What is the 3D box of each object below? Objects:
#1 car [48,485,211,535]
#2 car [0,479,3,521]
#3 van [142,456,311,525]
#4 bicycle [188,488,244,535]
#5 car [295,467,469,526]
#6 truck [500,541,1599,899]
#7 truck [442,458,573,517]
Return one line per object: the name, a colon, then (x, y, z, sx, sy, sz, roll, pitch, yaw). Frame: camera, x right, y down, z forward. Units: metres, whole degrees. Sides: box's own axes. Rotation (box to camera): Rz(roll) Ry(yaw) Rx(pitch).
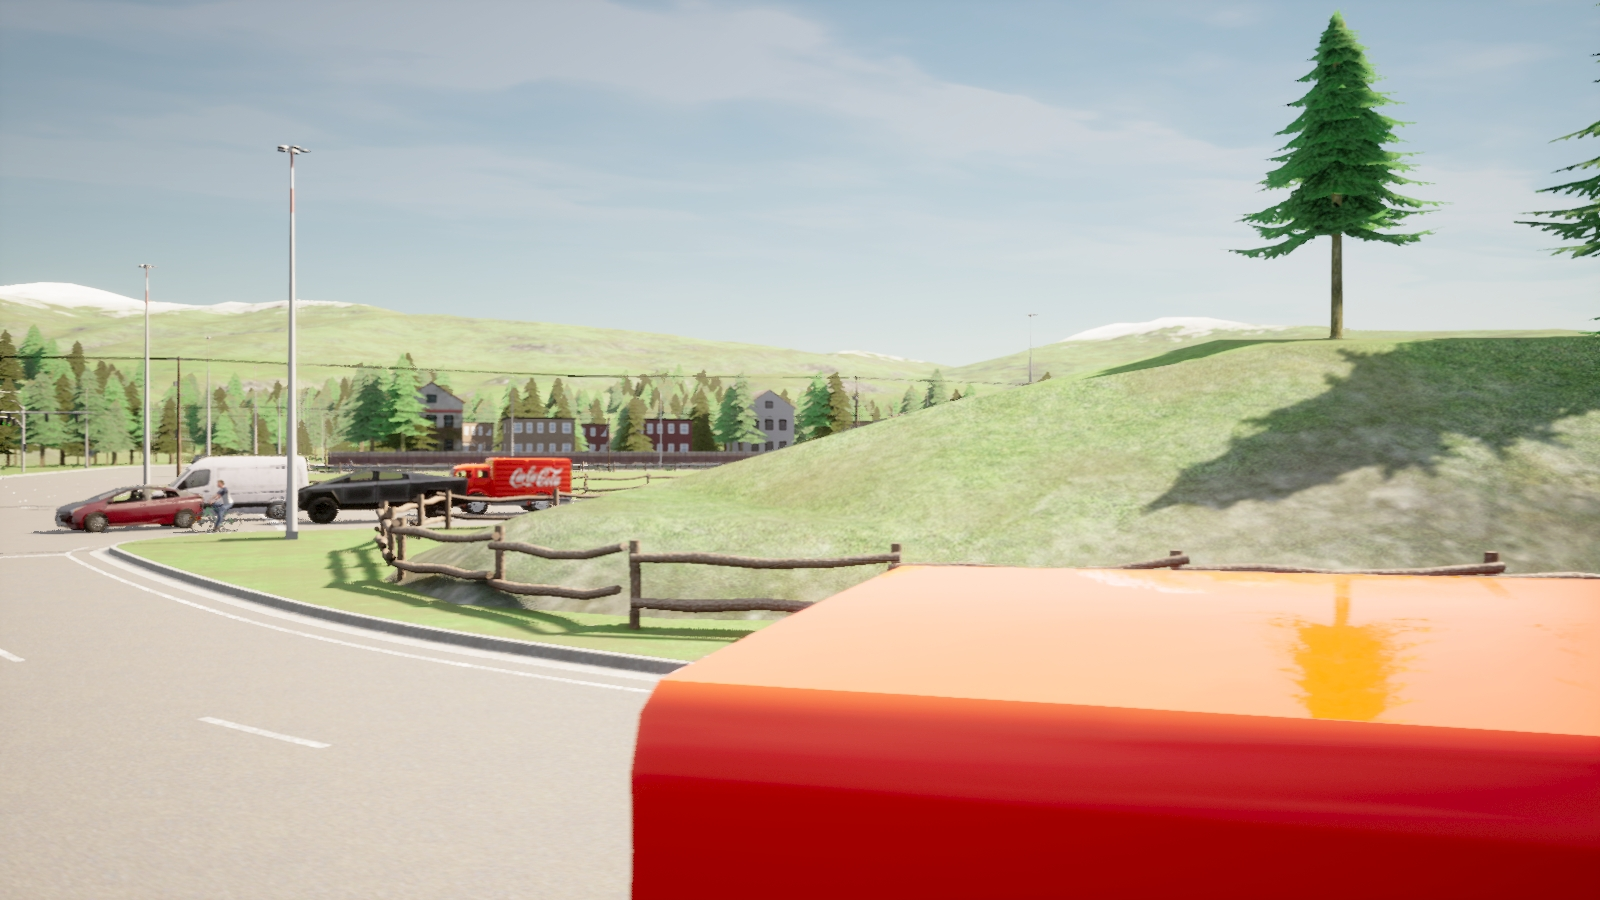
car: (-23.365, 2.043, 39.966, 2.007, 1.525, 4.514, 0, 0, 41)
car: (-33.555, 1.970, 43.602, 2.242, 1.667, 4.611, 0, 0, 27)
van: (-22.763, 1.539, 45.444, 5.915, 2.561, 1.988, 0, -1, -30)
bicycle: (-19.724, 2.060, 38.631, 1.643, 1.496, 0.373, 0, 3, -45)
car: (-16.364, 1.759, 44.767, 6.274, 2.098, 2.390, 0, 0, -24)
truck: (2.455, 1.570, 2.093, 5.204, 2.467, 2.627, 0, 0, 18)
truck: (-12.837, 1.577, 50.160, 5.204, 2.467, 2.627, 0, 0, -24)
